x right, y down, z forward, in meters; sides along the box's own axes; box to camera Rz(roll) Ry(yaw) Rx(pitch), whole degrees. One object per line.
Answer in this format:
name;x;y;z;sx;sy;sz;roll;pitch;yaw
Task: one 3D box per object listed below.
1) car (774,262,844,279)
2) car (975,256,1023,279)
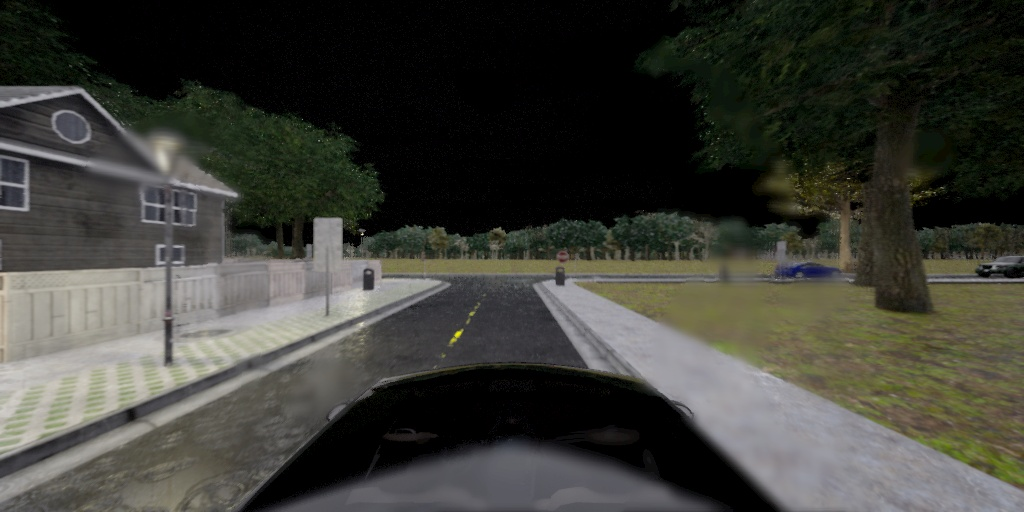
car;25.185;1.246;30.452;5.008;1.535;1.882;0;0;0
car;46.578;1.010;33.139;5.566;2.045;2.150;0;0;0
